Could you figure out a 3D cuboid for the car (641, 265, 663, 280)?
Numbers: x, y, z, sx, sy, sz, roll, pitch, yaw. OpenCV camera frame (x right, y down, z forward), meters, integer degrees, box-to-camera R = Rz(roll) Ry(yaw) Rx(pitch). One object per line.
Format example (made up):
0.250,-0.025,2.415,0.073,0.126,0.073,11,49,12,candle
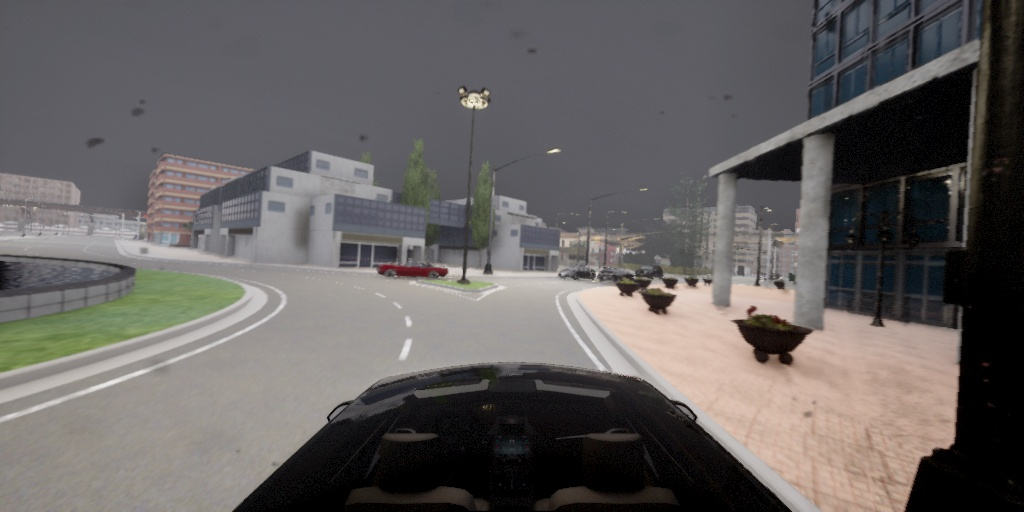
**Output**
18.930,2.249,49.439,2.150,2.045,5.566,3,0,42,car

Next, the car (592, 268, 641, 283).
10.097,1.883,34.394,2.128,1.511,4.902,3,0,42,car

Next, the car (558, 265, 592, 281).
6.574,1.676,36.072,2.128,1.511,4.902,3,0,43,car

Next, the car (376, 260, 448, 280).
-7.010,0.961,25.221,4.718,1.301,1.895,3,0,-24,car
